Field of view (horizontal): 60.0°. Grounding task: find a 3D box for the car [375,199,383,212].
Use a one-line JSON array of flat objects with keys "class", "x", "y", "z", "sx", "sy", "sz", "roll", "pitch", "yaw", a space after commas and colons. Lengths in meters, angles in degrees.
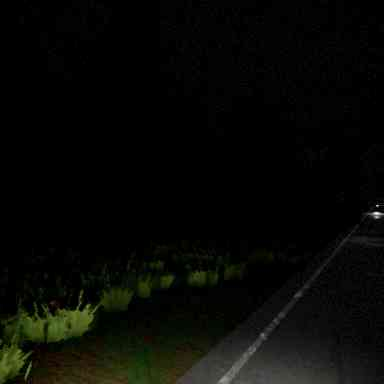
[{"class": "car", "x": 24.747, "y": 1.662, "z": 42.771, "sx": 2.097, "sy": 1.767, "sz": 4.553, "roll": 0, "pitch": 0, "yaw": 30}]
